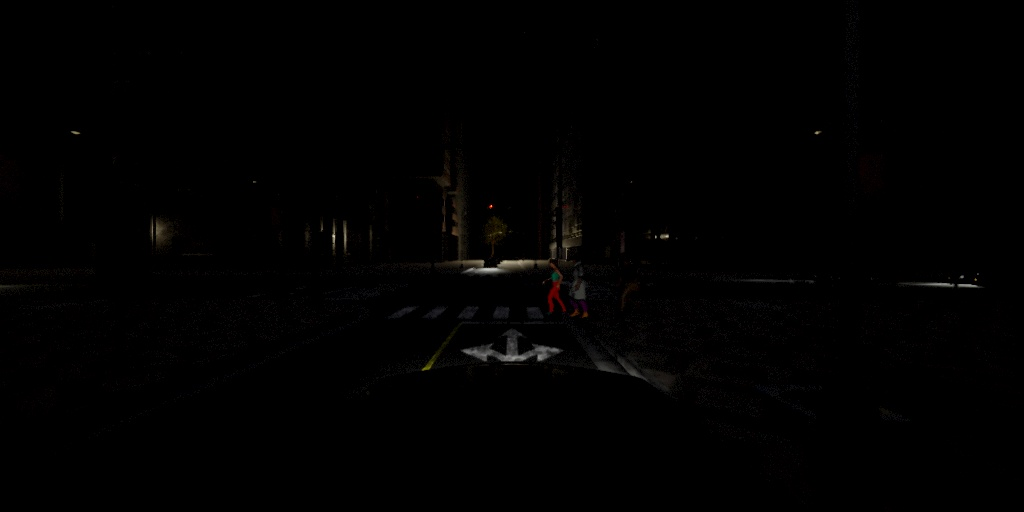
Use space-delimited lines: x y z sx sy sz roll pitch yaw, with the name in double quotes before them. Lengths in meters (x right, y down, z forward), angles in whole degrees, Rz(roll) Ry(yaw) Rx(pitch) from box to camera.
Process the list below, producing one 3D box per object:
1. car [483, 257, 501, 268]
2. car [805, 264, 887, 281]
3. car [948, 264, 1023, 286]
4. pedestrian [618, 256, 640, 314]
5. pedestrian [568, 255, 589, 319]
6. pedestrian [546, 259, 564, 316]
"car" -3.100 0.958 52.168 2.128 1.511 4.902 0 0 0
"car" 25.406 1.227 27.399 4.718 1.301 1.895 0 0 0
"car" 32.259 1.224 24.116 4.181 1.385 1.994 0 0 0
"pedestrian" 3.553 0.841 10.913 0.375 1.860 0.375 0 0 0
"pedestrian" 1.909 0.856 10.313 0.375 1.860 0.375 0 0 0
"pedestrian" 1.365 0.989 11.514 0.375 1.860 0.375 0 0 0
